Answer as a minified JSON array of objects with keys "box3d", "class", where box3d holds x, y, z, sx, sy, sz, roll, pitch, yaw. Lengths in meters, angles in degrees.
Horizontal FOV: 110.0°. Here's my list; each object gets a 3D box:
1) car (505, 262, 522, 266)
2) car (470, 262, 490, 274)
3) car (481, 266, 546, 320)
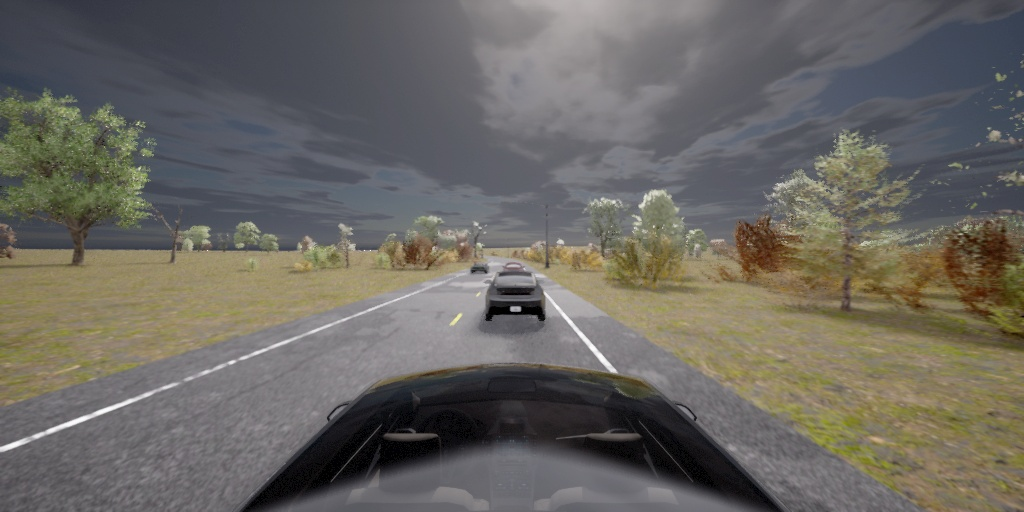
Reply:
[{"box3d":[0.117,1.256,30.591,1.812,1.442,4.674,0,0,0],"class":"car"},{"box3d":[-3.501,1.314,39.601,1.895,1.301,4.718,0,0,1],"class":"car"},{"box3d":[0.097,1.252,12.548,1.837,1.490,4.892,0,0,0],"class":"car"}]
